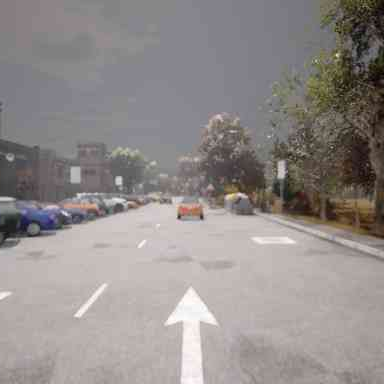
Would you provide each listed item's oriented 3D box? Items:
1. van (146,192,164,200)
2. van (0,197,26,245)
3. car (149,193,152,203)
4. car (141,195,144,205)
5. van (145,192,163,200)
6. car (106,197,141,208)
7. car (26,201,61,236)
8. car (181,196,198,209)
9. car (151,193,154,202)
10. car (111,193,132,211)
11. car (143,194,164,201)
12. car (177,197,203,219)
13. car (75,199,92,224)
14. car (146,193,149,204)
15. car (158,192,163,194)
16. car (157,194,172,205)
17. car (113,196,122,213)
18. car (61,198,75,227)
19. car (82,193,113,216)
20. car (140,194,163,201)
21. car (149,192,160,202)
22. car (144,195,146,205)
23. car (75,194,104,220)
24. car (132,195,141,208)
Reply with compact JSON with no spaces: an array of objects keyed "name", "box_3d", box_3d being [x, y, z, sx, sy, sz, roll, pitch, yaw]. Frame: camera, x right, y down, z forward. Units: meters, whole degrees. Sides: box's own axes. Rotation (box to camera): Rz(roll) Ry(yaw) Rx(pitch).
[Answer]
[{"name":"van","box_3d":[-10.208,1.061,91.865,4.442,1.987,1.878,-1,1,-21]},{"name":"van","box_3d":[-9.616,1.226,13.817,4.442,1.987,1.878,-1,0,-20]},{"name":"car","box_3d":[-9.684,1.408,55.911,4.792,1.488,2.163,-1,0,-20]},{"name":"car","box_3d":[-9.642,1.132,43.915,5.566,2.045,2.435,-1,0,-20]},{"name":"van","box_3d":[-10.158,1.098,88.864,4.442,1.987,1.878,-1,1,-21]},{"name":"car","box_3d":[-9.662,1.421,46.893,4.674,1.452,2.002,-1,0,-20]},{"name":"car","box_3d":[-9.517,1.441,16.863,5.008,1.535,2.097,-1,0,-20]},{"name":"car","box_3d":[-0.319,1.379,44.817,2.128,1.511,4.902,0,0,0]},{"name":"car","box_3d":[-9.732,1.420,58.902,4.674,1.452,2.002,-1,0,-20]},{"name":"car","box_3d":[-9.592,1.143,34.898,5.566,2.045,2.435,-1,0,-20]},{"name":"car","box_3d":[-10.005,1.359,85.921,5.008,1.535,2.097,-1,0,-21]},{"name":"car","box_3d":[-0.124,1.267,28.531,2.097,1.767,4.553,0,0,0]},{"name":"car","box_3d":[-9.560,1.463,22.875,4.674,1.452,2.002,-1,0,-20]},{"name":"car","box_3d":[-9.728,1.254,52.890,4.553,1.767,2.185,-1,0,-20]},{"name":"car","box_3d":[-9.649,1.383,70.969,5.366,1.575,1.946,-1,0,-20]},{"name":"car","box_3d":[-4.463,1.453,57.573,1.994,1.385,4.181,0,0,0]},{"name":"car","box_3d":[-9.576,1.430,31.899,4.792,1.488,2.163,-1,0,-20]},{"name":"car","box_3d":[-9.577,1.307,19.866,4.553,1.767,2.185,-1,0,-20]},{"name":"car","box_3d":[-9.557,1.281,28.884,4.553,1.767,2.185,-1,0,-20]},{"name":"car","box_3d":[-10.124,1.388,82.852,5.366,1.575,1.946,-1,0,-21]},{"name":"car","box_3d":[-9.805,1.387,67.903,4.892,1.521,2.231,-1,0,-20]},{"name":"car","box_3d":[-9.713,1.254,49.889,4.553,1.767,2.185,-1,0,-20]},{"name":"car","box_3d":[-9.543,1.289,25.883,4.553,1.767,2.185,-1,0,-20]},{"name":"car","box_3d":[-9.466,1.381,40.958,5.366,1.575,1.946,-1,0,-20]}]
